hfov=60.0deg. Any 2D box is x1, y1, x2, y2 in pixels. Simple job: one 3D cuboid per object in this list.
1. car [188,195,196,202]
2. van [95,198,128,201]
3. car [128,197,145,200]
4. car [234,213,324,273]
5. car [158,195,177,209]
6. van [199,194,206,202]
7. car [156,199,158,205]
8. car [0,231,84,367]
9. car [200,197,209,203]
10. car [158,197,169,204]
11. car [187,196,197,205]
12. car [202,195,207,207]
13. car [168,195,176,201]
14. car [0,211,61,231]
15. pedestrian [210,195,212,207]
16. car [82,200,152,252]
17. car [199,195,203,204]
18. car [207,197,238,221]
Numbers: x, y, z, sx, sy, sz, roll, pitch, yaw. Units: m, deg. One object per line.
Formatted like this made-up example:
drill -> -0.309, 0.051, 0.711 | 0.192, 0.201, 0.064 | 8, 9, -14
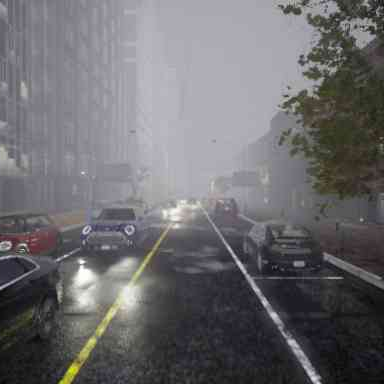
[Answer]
car -> -0.013, 1.585, 77.712 | 1.882, 1.535, 5.008 | 0, 0, 0
van -> -5.708, 1.394, 22.352 | 1.690, 1.788, 3.998 | -1, 0, 0
car -> -5.710, 1.393, 33.421 | 2.192, 1.841, 5.009 | -1, 0, 0
car -> 2.690, 1.576, 10.538 | 2.008, 1.369, 4.403 | -1, 0, 0
car -> -3.086, 1.597, 46.449 | 2.128, 1.511, 4.902 | 0, 0, 0
van -> 2.661, 1.531, 83.223 | 1.690, 1.788, 3.998 | -1, 0, 0
car -> -5.712, 1.665, 60.925 | 1.752, 1.417, 4.829 | -1, 0, 0
car -> -3.092, 1.501, 3.669 | 2.128, 1.511, 4.902 | 0, 0, 0
car -> 2.667, 1.747, 72.153 | 1.802, 1.307, 4.206 | -1, 0, 0
car -> -5.713, 1.678, 66.459 | 1.752, 1.417, 4.829 | -1, 0, 0
car -> -0.011, 1.657, 63.883 | 1.837, 1.490, 4.892 | 0, 0, 0
car -> 2.992, 1.593, 50.235 | 1.882, 1.535, 5.008 | 0, 0, 0
car -> -5.719, 1.656, 94.304 | 1.967, 1.590, 4.097 | -1, 0, 0
car -> -5.716, 1.466, 10.554 | 1.967, 1.590, 4.097 | -1, 0, 0
pedestrian -> 2.992, 1.416, 53.226 | 0.375, 1.860, 0.375 | -1, 1, -2
car -> -3.060, 1.385, 14.069 | 2.097, 1.767, 4.553 | 0, 0, 0
car -> 2.668, 1.719, 66.619 | 1.947, 1.339, 4.313 | -1, 0, 0
car -> 2.671, 1.380, 27.878 | 2.192, 1.841, 5.009 | -1, 0, 0
